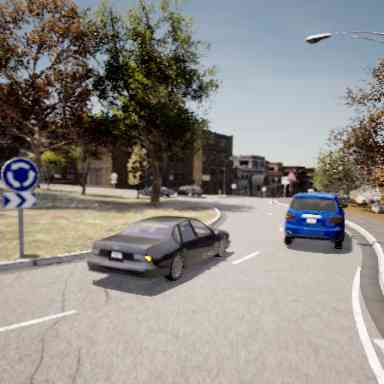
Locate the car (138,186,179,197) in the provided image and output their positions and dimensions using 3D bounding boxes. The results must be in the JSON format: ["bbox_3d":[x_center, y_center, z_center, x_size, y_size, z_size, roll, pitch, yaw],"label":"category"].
[{"bbox_3d":[-4.686,-0.068,43.400,5.357,1.411,2.033,3,3,41],"label":"car"}]

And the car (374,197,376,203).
[{"bbox_3d":[39.654,2.189,77.962,4.792,1.488,2.163,2,0,35],"label":"car"}]

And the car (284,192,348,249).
[{"bbox_3d":[5.382,1.031,14.335,2.150,2.045,5.566,2,3,24],"label":"car"}]

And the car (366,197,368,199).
[{"bbox_3d":[31.687,1.642,66.734,5.366,1.575,1.946,2,-1,35],"label":"car"}]

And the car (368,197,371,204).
[{"bbox_3d":[34.951,1.741,71.168,4.553,1.767,2.185,2,-1,35],"label":"car"}]

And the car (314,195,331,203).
[{"bbox_3d":[27.711,1.537,70.393,2.033,1.411,5.357,2,-1,35],"label":"car"}]

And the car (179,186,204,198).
[{"bbox_3d":[-0.580,-0.096,43.795,2.128,1.511,4.902,-2,4,-44],"label":"car"}]

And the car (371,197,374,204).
[{"bbox_3d":[38.110,2.105,75.678,4.674,1.452,2.002,2,-1,35],"label":"car"}]

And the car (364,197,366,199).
[{"bbox_3d":[30.291,1.571,64.344,4.792,1.488,2.163,2,-1,35],"label":"car"}]

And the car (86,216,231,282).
[{"bbox_3d":[-0.550,1.398,9.510,2.033,1.411,5.357,2,1,26],"label":"car"}]

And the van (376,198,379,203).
[{"bbox_3d":[42.921,2.116,82.402,4.442,1.987,1.878,2,0,35],"label":"van"}]

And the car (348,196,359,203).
[{"bbox_3d":[25.565,1.187,57.582,4.892,1.521,2.231,2,-1,35],"label":"car"}]
